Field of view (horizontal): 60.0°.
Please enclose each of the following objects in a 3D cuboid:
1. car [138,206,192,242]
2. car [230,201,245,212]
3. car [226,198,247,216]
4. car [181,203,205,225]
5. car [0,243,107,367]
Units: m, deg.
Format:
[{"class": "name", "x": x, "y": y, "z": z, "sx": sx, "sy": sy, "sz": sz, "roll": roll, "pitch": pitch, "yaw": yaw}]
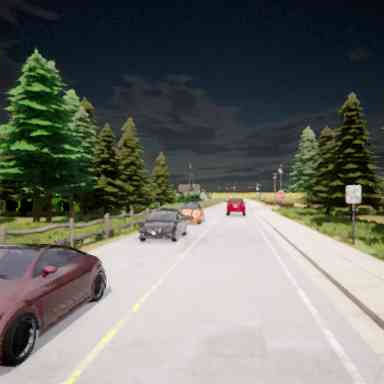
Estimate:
[{"class": "car", "x": -1.427, "y": 1.724, "z": 17.900, "sx": 1.837, "sy": 1.490, "sz": 4.892, "roll": 0, "pitch": -1, "yaw": 8}, {"class": "car", "x": 6.743, "y": 2.086, "z": 48.979, "sx": 1.882, "sy": 1.535, "sz": 5.008, "roll": 0, "pitch": -1, "yaw": 10}, {"class": "car", "x": 5.140, "y": 1.700, "z": 38.695, "sx": 2.150, "sy": 2.045, "sz": 5.566, "roll": 0, "pitch": -1, "yaw": 9}, {"class": "car", "x": -0.166, "y": 1.690, "z": 27.325, "sx": 2.097, "sy": 1.767, "sz": 4.553, "roll": 0, "pitch": -1, "yaw": 8}, {"class": "car", "x": -3.089, "y": 1.632, "z": 5.829, "sx": 1.994, "sy": 1.385, "sz": 4.181, "roll": 0, "pitch": -1, "yaw": 7}]
